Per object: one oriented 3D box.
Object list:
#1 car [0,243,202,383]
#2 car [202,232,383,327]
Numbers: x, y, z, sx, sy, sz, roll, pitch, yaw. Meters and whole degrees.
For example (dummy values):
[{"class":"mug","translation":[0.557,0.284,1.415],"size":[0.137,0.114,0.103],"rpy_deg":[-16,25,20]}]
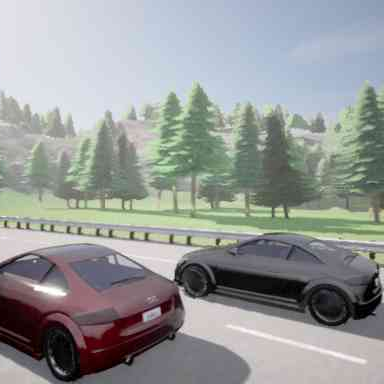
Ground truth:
[{"class":"car","translation":[-2.167,1.564,5.484],"size":[4.181,1.385,1.994],"rpy_deg":[0,0,35]},{"class":"car","translation":[1.653,1.563,7.086],"size":[4.181,1.385,1.994],"rpy_deg":[0,0,35]}]
